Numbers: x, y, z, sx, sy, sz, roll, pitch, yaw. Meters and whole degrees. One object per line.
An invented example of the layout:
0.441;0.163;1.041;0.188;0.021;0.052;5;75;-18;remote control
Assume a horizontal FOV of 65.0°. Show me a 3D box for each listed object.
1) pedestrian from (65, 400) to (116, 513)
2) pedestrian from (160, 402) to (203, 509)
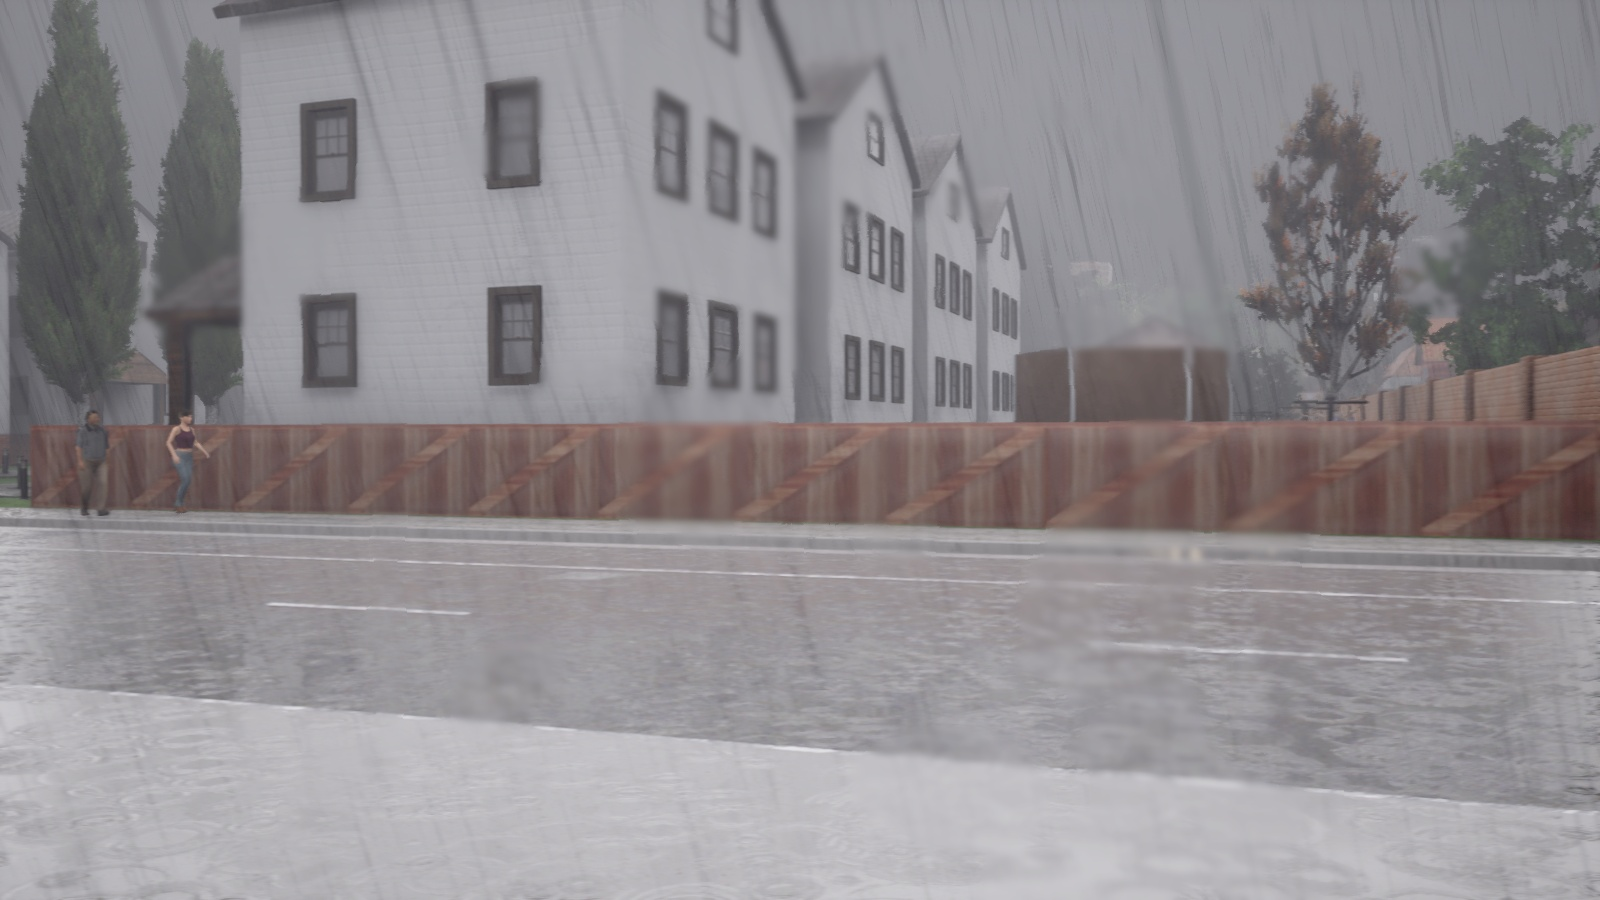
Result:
-11.889;0.100;21.045;0.694;1.848;0.540;1;1;41;pedestrian
-10.798;0.090;21.937;0.594;1.836;0.345;1;1;18;pedestrian
